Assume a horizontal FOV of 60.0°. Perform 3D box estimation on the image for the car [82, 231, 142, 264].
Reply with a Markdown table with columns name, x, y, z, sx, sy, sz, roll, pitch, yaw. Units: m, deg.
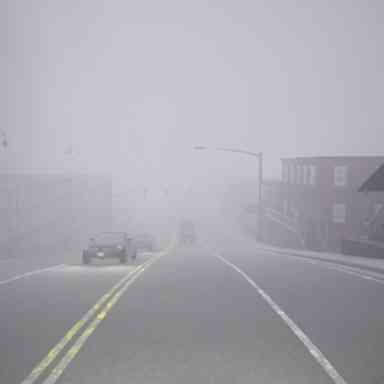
| name | x | y | z | sx | sy | sz | roll | pitch | yaw |
| --- | --- | --- | --- | --- | --- | --- | --- | --- | --- |
| car | -3.820 | 2.642 | 16.155 | 1.812 | 1.442 | 4.674 | 0 | -8 | -1 |

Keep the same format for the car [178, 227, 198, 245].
| name | x | y | z | sx | sy | sz | roll | pitch | yaw |
| --- | --- | --- | --- | --- | --- | --- | --- | --- | --- |
| car | -0.463 | 5.074 | 37.231 | 1.837 | 1.490 | 4.892 | 0 | -4 | -1 |

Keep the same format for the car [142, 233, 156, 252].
| name | x | y | z | sx | sy | sz | roll | pitch | yaw |
| --- | --- | --- | --- | --- | --- | --- | --- | --- | --- |
| car | -3.978 | 4.091 | 27.089 | 1.837 | 1.490 | 4.892 | 0 | -8 | -1 |

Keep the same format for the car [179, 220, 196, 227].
| name | x | y | z | sx | sy | sz | roll | pitch | yaw |
| --- | --- | --- | --- | --- | --- | --- | --- | --- | --- |
| car | -0.652 | 4.977 | 47.559 | 2.150 | 2.045 | 5.566 | 0 | 1 | 0 |
